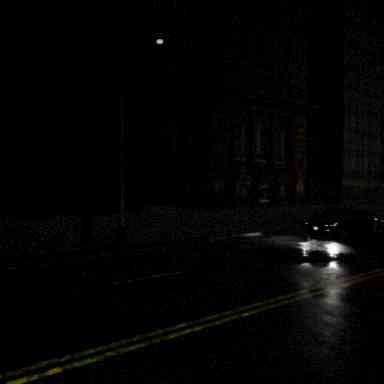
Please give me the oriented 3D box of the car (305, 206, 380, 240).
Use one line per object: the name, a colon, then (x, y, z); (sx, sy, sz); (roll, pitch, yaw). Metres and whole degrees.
car: (7.904, 1.514, 17.309); (4.892, 1.490, 1.837); (1, 0, -35)
